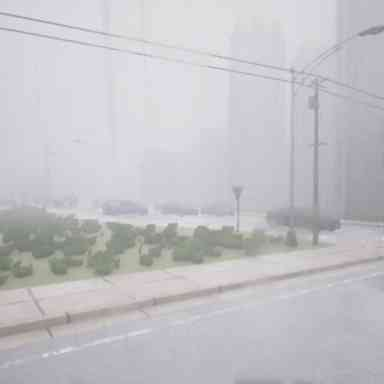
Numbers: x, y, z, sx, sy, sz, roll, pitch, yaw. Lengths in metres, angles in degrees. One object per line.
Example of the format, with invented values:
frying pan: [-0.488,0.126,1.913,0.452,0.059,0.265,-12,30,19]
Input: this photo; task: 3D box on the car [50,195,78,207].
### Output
car: [-20.482,1.444,54.073,3.866,1.878,1.905,1,0,-34]

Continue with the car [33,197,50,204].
car: [-28.596,1.623,64.855,4.193,1.474,1.816,1,0,-34]

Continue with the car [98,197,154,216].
car: [-6.760,1.624,34.132,4.611,1.667,2.242,1,0,-34]

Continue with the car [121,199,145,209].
car: [-9.099,1.790,51.070,1.994,1.385,4.181,1,0,-34]

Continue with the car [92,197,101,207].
car: [-14.038,1.532,51.942,2.097,1.767,4.553,1,0,-35]

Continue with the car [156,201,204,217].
car: [-1.281,1.672,33.471,1.882,1.535,5.008,1,0,-35]

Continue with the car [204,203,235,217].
car: [2.500,1.802,34.494,1.994,1.385,4.181,1,-1,-35]

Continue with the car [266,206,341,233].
car: [7.060,1.681,21.499,1.882,1.535,5.008,1,0,-35]

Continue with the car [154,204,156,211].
car: [-3.218,1.834,42.681,1.895,1.301,4.718,1,0,-35]

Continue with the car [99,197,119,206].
car: [-14.835,1.698,59.217,1.882,1.535,5.008,1,0,-35]
